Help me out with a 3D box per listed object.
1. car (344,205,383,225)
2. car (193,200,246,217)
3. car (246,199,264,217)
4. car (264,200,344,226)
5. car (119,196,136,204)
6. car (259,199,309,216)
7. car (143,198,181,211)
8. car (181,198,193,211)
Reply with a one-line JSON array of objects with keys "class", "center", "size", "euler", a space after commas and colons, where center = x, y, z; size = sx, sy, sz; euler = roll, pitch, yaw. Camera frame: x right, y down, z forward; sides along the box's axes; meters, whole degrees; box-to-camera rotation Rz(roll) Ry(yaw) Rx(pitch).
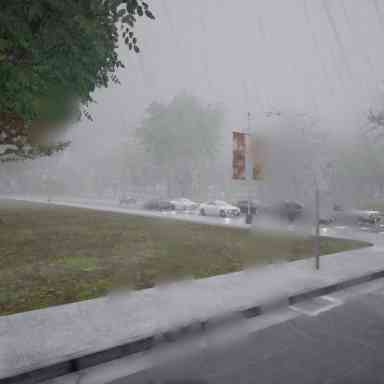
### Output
[{"class": "car", "center": [11.154, 1.589, 24.284], "size": [1.895, 1.301, 4.718], "euler": [0, 0, -35]}, {"class": "car", "center": [2.465, 1.508, 30.860], "size": [1.812, 1.442, 4.674], "euler": [0, 0, -35]}, {"class": "car", "center": [5.821, 1.484, 31.775], "size": [1.837, 1.490, 4.892], "euler": [0, 0, -35]}, {"class": "car", "center": [7.733, 1.495, 23.485], "size": [1.837, 1.490, 4.892], "euler": [0, 0, -35]}, {"class": "car", "center": [-12.228, 1.487, 63.069], "size": [1.812, 1.442, 4.674], "euler": [0, 0, -35]}, {"class": "car", "center": [9.092, 1.501, 33.127], "size": [1.812, 1.442, 4.674], "euler": [0, 0, -35]}, {"class": "car", "center": [-3.983, 1.523, 39.953], "size": [2.033, 1.411, 5.357], "euler": [0, 0, -35]}, {"class": "car", "center": [-1.107, 1.497, 41.540], "size": [1.812, 1.442, 4.674], "euler": [0, 0, -36]}]
